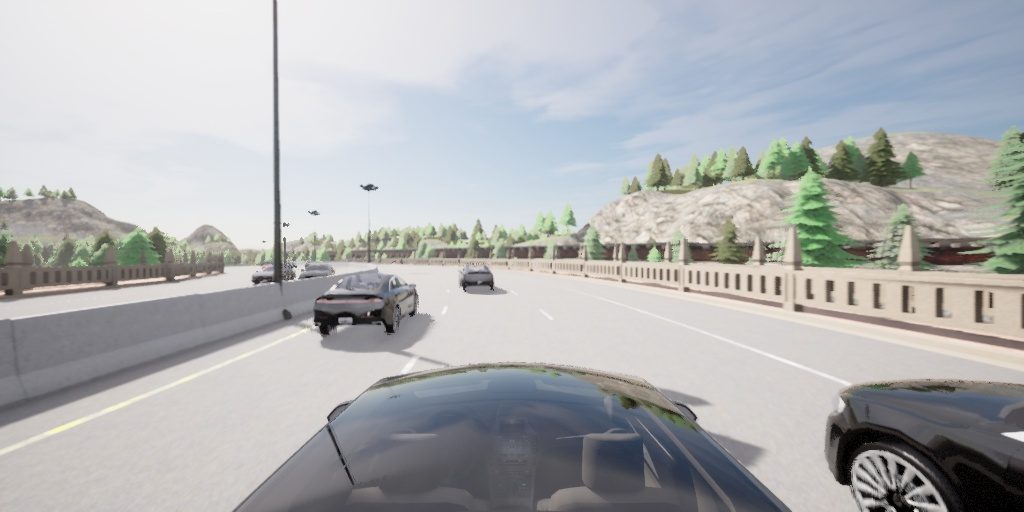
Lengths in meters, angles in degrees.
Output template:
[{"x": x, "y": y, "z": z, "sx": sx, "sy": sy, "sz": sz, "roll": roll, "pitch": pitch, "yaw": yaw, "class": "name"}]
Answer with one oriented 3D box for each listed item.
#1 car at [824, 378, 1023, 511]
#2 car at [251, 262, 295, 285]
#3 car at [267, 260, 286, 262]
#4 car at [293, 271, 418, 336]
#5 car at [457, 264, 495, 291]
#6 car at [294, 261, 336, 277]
[{"x": 3.442, "y": 1.227, "z": 0.899, "sx": 2.128, "sy": 1.511, "sz": 4.902, "roll": 0, "pitch": 0, "yaw": 0, "class": "car"}, {"x": -18.424, "y": 1.420, "z": 28.054, "sx": 2.033, "sy": 1.411, "sz": 5.357, "roll": 0, "pitch": 0, "yaw": -18, "class": "car"}, {"x": -30.100, "y": 1.343, "z": 45.115, "sx": 2.097, "sy": 1.767, "sz": 4.553, "roll": -1, "pitch": 0, "yaw": -31, "class": "car"}, {"x": -4.011, "y": 1.260, "z": 10.572, "sx": 2.128, "sy": 1.511, "sz": 4.902, "roll": 0, "pitch": 0, "yaw": -5, "class": "car"}, {"x": -2.274, "y": 1.249, "z": 22.106, "sx": 2.128, "sy": 1.511, "sz": 4.902, "roll": 0, "pitch": 0, "yaw": -12, "class": "car"}, {"x": -14.521, "y": 1.347, "z": 27.053, "sx": 1.837, "sy": 1.490, "sz": 4.892, "roll": 0, "pitch": 0, "yaw": -17, "class": "car"}]
